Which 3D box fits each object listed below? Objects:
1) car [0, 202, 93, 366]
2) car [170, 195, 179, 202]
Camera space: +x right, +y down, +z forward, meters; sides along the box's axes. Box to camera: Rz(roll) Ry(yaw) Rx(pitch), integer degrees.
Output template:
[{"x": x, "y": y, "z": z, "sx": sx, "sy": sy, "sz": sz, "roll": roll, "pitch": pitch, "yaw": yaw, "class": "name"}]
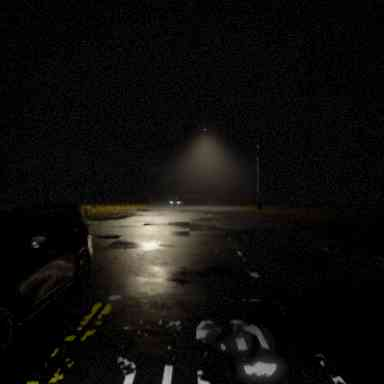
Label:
[{"x": -3.500, "y": 1.248, "z": 5.988, "sx": 2.150, "sy": 2.045, "sz": 5.566, "roll": 0, "pitch": 0, "yaw": 0, "class": "car"}, {"x": -3.732, "y": 1.364, "z": 72.409, "sx": 1.837, "sy": 1.490, "sz": 4.892, "roll": 0, "pitch": 0, "yaw": 0, "class": "car"}]
